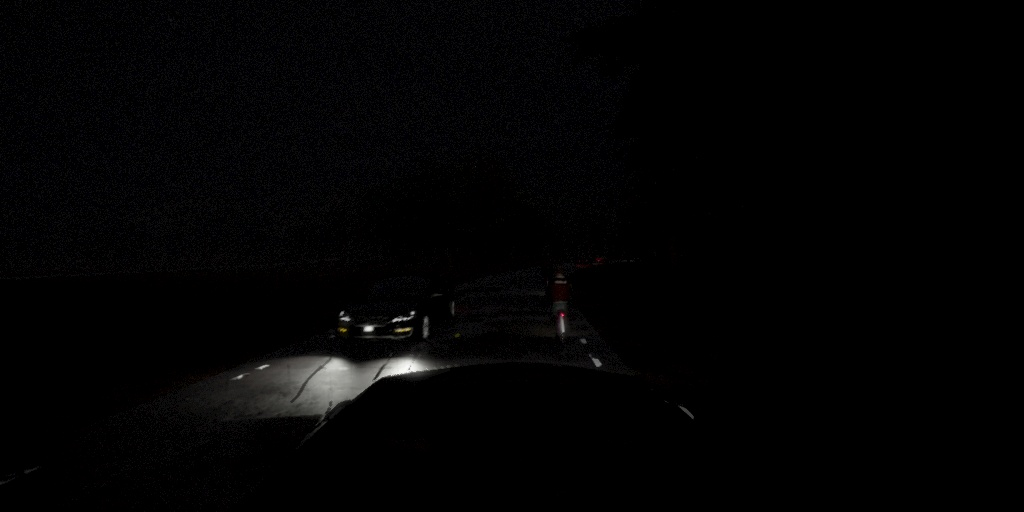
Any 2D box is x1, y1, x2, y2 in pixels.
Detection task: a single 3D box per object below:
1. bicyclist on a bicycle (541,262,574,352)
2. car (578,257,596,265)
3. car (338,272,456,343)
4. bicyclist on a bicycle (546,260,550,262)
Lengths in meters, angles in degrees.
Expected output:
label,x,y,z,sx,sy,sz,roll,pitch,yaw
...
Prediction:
label,x,y,z,sx,sy,sz,roll,pitch,yaw
bicyclist on a bicycle,1.043,1.095,7.927,0.659,1.776,1.843,0,1,2
car,13.200,0.914,64.005,1.895,1.301,4.718,0,0,24
car,-2.777,1.218,9.701,1.837,1.490,4.892,0,0,3
bicyclist on a bicycle,1.671,1.047,16.752,0.659,1.776,1.843,0,1,5
